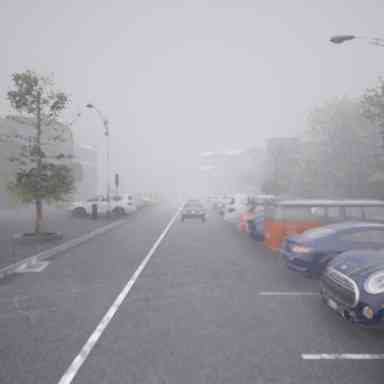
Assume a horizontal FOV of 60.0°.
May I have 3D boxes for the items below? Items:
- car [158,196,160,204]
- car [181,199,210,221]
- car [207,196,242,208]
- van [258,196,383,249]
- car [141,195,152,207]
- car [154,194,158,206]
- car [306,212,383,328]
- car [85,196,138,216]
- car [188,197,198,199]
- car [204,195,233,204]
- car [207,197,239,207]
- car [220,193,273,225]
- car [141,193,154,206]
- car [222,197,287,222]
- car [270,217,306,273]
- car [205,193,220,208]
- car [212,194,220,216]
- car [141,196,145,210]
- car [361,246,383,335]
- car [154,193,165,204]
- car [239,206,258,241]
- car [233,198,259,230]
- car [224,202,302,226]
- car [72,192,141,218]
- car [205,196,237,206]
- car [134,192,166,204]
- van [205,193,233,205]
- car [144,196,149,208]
[{"bbox_3d":[-7.868,1.407,49.732,5.366,1.575,1.946,0,0,0],"label":"car"},{"bbox_3d":[0.097,1.510,26.453,2.033,1.411,5.357,0,0,0],"label":"car"},{"bbox_3d":[4.641,1.414,47.796,4.892,1.521,2.231,0,0,0],"label":"car"},{"bbox_3d":[4.766,1.238,11.354,4.442,1.987,1.878,0,0,0],"label":"van"},{"bbox_3d":[-7.712,1.452,40.919,4.792,1.488,2.163,0,0,0],"label":"car"},{"bbox_3d":[-7.689,1.415,46.669,4.892,1.521,2.231,0,0,0],"label":"car"},{"bbox_3d":[4.680,1.346,5.768,4.553,1.767,2.185,0,0,0],"label":"car"},{"bbox_3d":[-7.651,1.309,31.978,4.553,1.767,2.185,0,0,0],"label":"car"},{"bbox_3d":[0.097,1.444,42.946,1.837,1.490,4.892,0,0,0],"label":"car"},{"bbox_3d":[4.640,1.365,58.859,4.892,1.521,2.231,0,1,0],"label":"car"},{"bbox_3d":[4.649,1.449,50.466,4.674,1.452,2.002,0,0,0],"label":"car"},{"bbox_3d":[4.676,1.201,19.736,5.566,2.045,2.435,0,0,0],"label":"car"},{"bbox_3d":[-7.714,1.292,43.856,4.553,1.767,2.185,0,0,0],"label":"car"},{"bbox_3d":[4.680,1.319,25.322,4.553,1.767,2.185,0,0,0],"label":"car"},{"bbox_3d":[4.647,1.508,8.561,4.674,1.452,2.002,0,0,0],"label":"car"},{"bbox_3d":[4.619,1.174,39.290,5.566,2.045,2.435,0,0,0],"label":"car"},{"bbox_3d":[4.679,1.307,33.828,4.553,1.767,2.185,0,0,0],"label":"car"},{"bbox_3d":[-7.680,1.471,34.917,4.674,1.452,2.002,0,0,0],"label":"car"},{"bbox_3d":[4.645,1.476,3.098,5.008,1.535,2.097,0,0,0],"label":"car"},{"bbox_3d":[-7.498,1.403,52.672,5.366,1.575,1.946,0,0,0],"label":"car"},{"bbox_3d":[4.677,1.490,14.150,4.792,1.488,2.163,0,0,0],"label":"car"},{"bbox_3d":[4.618,1.331,16.941,4.553,1.767,2.185,0,0,0],"label":"car"},{"bbox_3d":[4.678,1.478,22.529,4.792,1.488,2.163,0,0,0],"label":"car"},{"bbox_3d":[-7.710,1.187,29.165,5.566,2.045,2.435,0,0,0],"label":"car"},{"bbox_3d":[4.653,1.406,53.256,4.892,1.521,2.231,0,0,0],"label":"car"},{"bbox_3d":[-7.656,1.067,61.385,5.566,2.045,2.435,0,1,0],"label":"car"},{"bbox_3d":[4.530,1.170,56.049,4.442,1.987,1.878,0,1,0],"label":"van"},{"bbox_3d":[-7.680,1.466,37.980,4.674,1.452,2.002,0,0,0],"label":"car"}]
